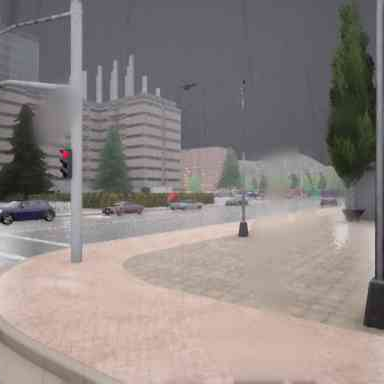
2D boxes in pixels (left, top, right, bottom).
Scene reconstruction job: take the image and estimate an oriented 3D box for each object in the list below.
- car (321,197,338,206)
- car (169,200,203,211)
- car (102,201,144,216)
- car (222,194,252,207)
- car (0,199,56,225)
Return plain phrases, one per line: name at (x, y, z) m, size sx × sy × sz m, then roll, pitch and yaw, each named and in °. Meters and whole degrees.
car at (22.243, 1.526, 54.001) m, size 1.812 × 1.442 × 4.674 m, roll 0°, pitch 0°, yaw 36°
car at (-0.692, 1.601, 40.633) m, size 1.895 × 1.301 × 4.718 m, roll 0°, pitch 0°, yaw 36°
car at (-6.662, 1.564, 32.439) m, size 1.994 × 1.385 × 4.181 m, roll 0°, pitch 0°, yaw 36°
car at (6.903, 1.506, 50.990) m, size 1.837 × 1.490 × 4.892 m, roll 0°, pitch 0°, yaw 37°
car at (-12.505, 1.352, 24.388) m, size 2.097 × 1.767 × 4.553 m, roll 0°, pitch 0°, yaw 36°
